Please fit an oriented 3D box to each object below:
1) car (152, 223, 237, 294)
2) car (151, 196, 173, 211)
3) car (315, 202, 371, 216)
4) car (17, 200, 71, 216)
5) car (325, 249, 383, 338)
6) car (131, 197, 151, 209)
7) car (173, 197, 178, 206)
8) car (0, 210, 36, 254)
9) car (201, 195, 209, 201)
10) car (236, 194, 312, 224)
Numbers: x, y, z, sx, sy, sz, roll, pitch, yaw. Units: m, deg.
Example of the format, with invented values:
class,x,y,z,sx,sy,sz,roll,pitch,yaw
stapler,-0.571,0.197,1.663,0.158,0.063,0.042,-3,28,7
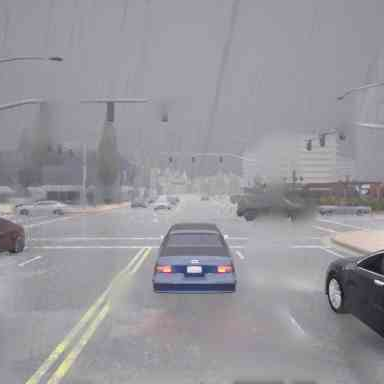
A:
class,x,y,z,sx,sy,sz,roll,pitch,yaw
car,0.055,1.547,8.952,2.033,1.411,5.357,0,0,0
car,-3.592,1.526,40.298,1.812,1.442,4.674,0,0,-2
car,14.351,1.601,31.871,4.718,1.301,1.895,0,0,1
car,-13.784,1.526,31.145,4.674,1.442,1.812,0,1,-12
car,3.548,1.505,4.706,1.837,1.490,4.892,0,0,0
car,-7.235,1.504,45.923,1.837,1.490,4.892,0,0,0
car,-3.754,1.507,56.285,1.837,1.490,4.892,0,-1,0
car,-7.132,1.526,10.711,1.812,1.442,4.674,0,0,0
car,3.245,1.553,84.630,1.994,1.385,4.181,0,0,0
car,6.089,1.221,25.008,5.566,2.045,2.150,0,1,19
